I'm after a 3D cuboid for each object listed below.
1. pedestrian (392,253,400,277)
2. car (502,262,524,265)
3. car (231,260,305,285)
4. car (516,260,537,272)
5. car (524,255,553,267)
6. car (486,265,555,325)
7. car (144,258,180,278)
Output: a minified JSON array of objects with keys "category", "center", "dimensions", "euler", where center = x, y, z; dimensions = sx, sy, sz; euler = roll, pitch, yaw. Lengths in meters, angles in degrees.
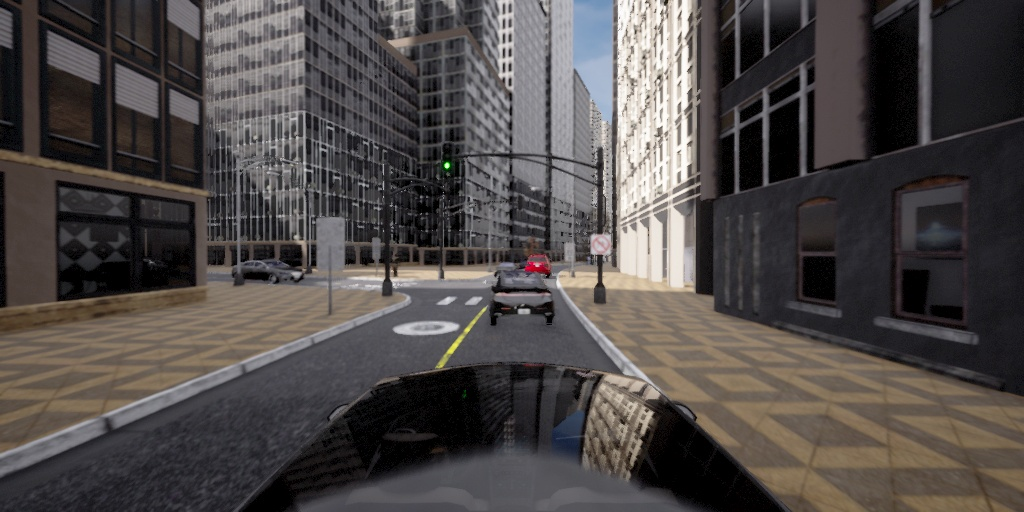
[{"category":"pedestrian","center":[-8.817,0.681,27.136],"dimensions":[0.375,1.860,0.375],"euler":[0,0,18]},{"category":"car","center":[-0.393,1.292,34.166],"dimensions":[2.033,1.411,5.357],"euler":[0,0,9]},{"category":"car","center":[-15.785,1.006,23.247],"dimensions":[4.902,1.511,2.128],"euler":[1,1,18]},{"category":"car","center":[2.022,1.332,47.917],"dimensions":[2.033,1.411,5.357],"euler":[0,0,11]},{"category":"car","center":[2.635,0.972,34.341],"dimensions":[2.150,2.045,5.566],"euler":[0,0,8]},{"category":"car","center":[0.193,1.229,11.751],"dimensions":[2.128,1.511,4.902],"euler":[0,0,-3]},{"category":"car","center":[-27.365,0.859,27.021],"dimensions":[4.674,1.442,1.812],"euler":[1,1,18]}]
